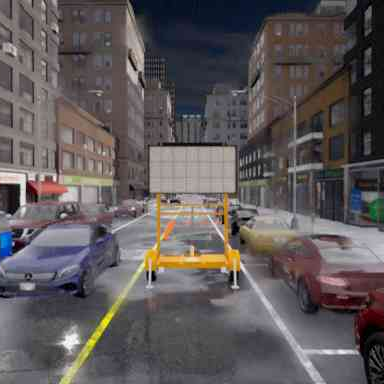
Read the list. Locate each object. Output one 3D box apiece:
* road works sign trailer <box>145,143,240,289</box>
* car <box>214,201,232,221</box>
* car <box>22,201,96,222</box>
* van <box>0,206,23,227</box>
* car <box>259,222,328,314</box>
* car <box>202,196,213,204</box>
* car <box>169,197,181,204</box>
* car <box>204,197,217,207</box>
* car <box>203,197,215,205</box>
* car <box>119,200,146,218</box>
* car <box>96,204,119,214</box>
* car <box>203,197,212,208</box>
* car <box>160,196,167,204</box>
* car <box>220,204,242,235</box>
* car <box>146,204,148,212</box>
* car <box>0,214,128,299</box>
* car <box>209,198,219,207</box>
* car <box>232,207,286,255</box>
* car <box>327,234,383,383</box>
[{"bbox_3d":[0.014,0.459,9.142,2.380,3.560,2.880,0,0,0],"label":"road works sign trailer"},{"bbox_3d":[2.879,1.550,24.068,1.947,1.339,4.313,-1,0,0],"label":"car"},{"bbox_3d":[-5.669,1.307,12.903,2.192,1.841,5.009,-1,0,0],"label":"car"},{"bbox_3d":[-5.673,1.337,7.317,1.690,1.788,3.998,-1,0,0],"label":"van"},{"bbox_3d":[2.862,1.578,7.310,1.802,1.307,4.206,-1,0,0],"label":"car"},{"bbox_3d":[2.918,1.522,63.169,1.802,1.307,4.206,-1,0,0],"label":"car"},{"bbox_3d":[-2.970,1.546,59.344,1.895,1.301,4.718,0,0,0],"label":"car"},{"bbox_3d":[2.906,1.480,52.167,1.752,1.417,4.829,-1,0,0],"label":"car"},{"bbox_3d":[2.912,1.513,57.583,1.947,1.339,4.313,-1,0,0],"label":"car"},{"bbox_3d":[-5.655,1.420,29.660,1.967,1.590,4.097,-1,0,0],"label":"car"},{"bbox_3d":[-5.663,1.428,18.488,1.967,1.590,4.097,-1,0,0],"label":"car"},{"bbox_3d":[2.901,1.513,46.411,2.008,1.369,4.403,-1,0,0],"label":"car"},{"bbox_3d":[-5.628,1.484,63.174,1.887,1.381,4.507,-1,0,0],"label":"car"},{"bbox_3d":[2.873,1.554,18.482,1.947,1.339,4.313,-1,0,0],"label":"car"},{"bbox_3d":[-5.649,1.557,35.246,1.802,1.307,4.206,-1,0,0],"label":"car"},{"bbox_3d":[-3.095,1.521,8.588,1.812,1.442,4.674,0,0,0],"label":"car"},{"bbox_3d":[2.884,1.530,29.654,2.008,1.369,4.403,-1,0,0],"label":"car"},{"bbox_3d":[2.867,1.518,13.066,1.752,1.417,4.829,-1,0,0],"label":"car"},{"bbox_3d":[2.854,1.314,1.724,2.192,1.841,5.009,-1,0,0],"label":"car"}]
